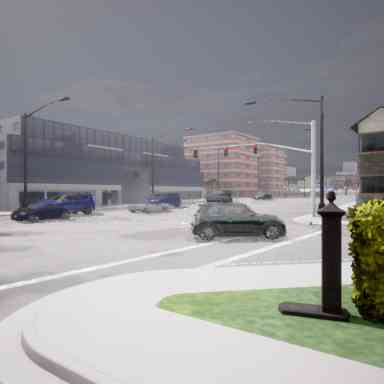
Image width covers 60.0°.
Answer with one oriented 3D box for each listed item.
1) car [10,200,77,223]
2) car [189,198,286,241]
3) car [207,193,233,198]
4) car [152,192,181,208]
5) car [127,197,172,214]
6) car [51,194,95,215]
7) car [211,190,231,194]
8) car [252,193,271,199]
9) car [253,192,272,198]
[{"bbox_3d":[-11.356,1.552,25.198,1.994,1.385,4.181,0,0,35],"label":"car"},{"bbox_3d":[2.164,1.336,16.073,4.553,1.767,2.097,0,0,-6],"label":"car"},{"bbox_3d":[3.903,1.261,46.979,1.895,1.301,4.718,0,1,35],"label":"car"},{"bbox_3d":[-3.646,1.055,42.306,2.150,2.045,5.566,0,1,35],"label":"car"},{"bbox_3d":[-4.538,1.523,34.933,1.895,1.301,4.718,0,0,35],"label":"car"},{"bbox_3d":[-11.644,1.179,30.893,2.150,2.045,5.566,0,1,35],"label":"car"},{"bbox_3d":[4.583,0.712,54.038,2.150,2.045,5.566,0,1,35],"label":"car"},{"bbox_3d":[14.146,0.782,67.538,1.895,1.301,4.718,0,0,35],"label":"car"},{"bbox_3d":[12.628,0.760,59.390,2.128,1.511,4.902,0,1,35],"label":"car"}]
